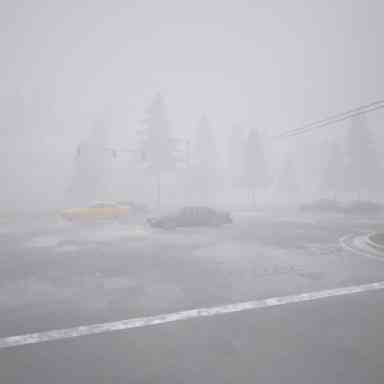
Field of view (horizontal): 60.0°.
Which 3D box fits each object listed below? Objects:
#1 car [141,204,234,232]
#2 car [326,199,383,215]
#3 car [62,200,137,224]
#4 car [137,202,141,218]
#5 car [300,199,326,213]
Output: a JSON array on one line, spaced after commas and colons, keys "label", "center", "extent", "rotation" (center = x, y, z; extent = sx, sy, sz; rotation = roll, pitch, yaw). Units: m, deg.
[{"label": "car", "center": [-0.110, 1.547, 20.347], "extent": [5.357, 1.411, 2.033], "rotation": [0, 0, -23]}, {"label": "car", "center": [16.771, 1.547, 33.755], "extent": [5.357, 1.411, 2.033], "rotation": [0, 0, -16]}, {"label": "car", "center": [-7.034, 1.477, 24.860], "extent": [5.008, 1.535, 1.882], "rotation": [0, 0, -25]}, {"label": "car", "center": [-6.252, 1.505, 29.053], "extent": [4.892, 1.490, 1.837], "rotation": [0, 0, -24]}, {"label": "car", "center": [14.291, 1.478, 36.651], "extent": [5.008, 1.535, 1.882], "rotation": [0, 0, -17]}]
